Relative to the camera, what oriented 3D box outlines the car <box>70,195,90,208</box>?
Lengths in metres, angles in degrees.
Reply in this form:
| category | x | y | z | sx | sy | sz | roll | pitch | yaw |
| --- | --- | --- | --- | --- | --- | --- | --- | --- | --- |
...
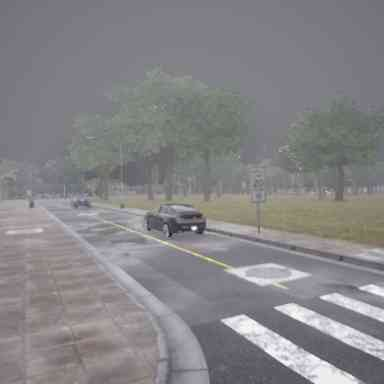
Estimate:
| category | x | y | z | sx | sy | sz | roll | pitch | yaw |
| --- | --- | --- | --- | --- | --- | --- | --- | --- | --- |
| car | -15.177 | 1.213 | 45.065 | 2.097 | 1.767 | 4.553 | -2 | 1 | -27 |

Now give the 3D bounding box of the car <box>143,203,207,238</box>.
| category | x | y | z | sx | sy | sz | roll | pitch | yaw |
| --- | --- | --- | --- | --- | --- | --- | --- | --- | --- |
| car | -1.005 | 1.338 | 16.895 | 1.837 | 1.490 | 4.892 | -2 | 1 | -27 |
